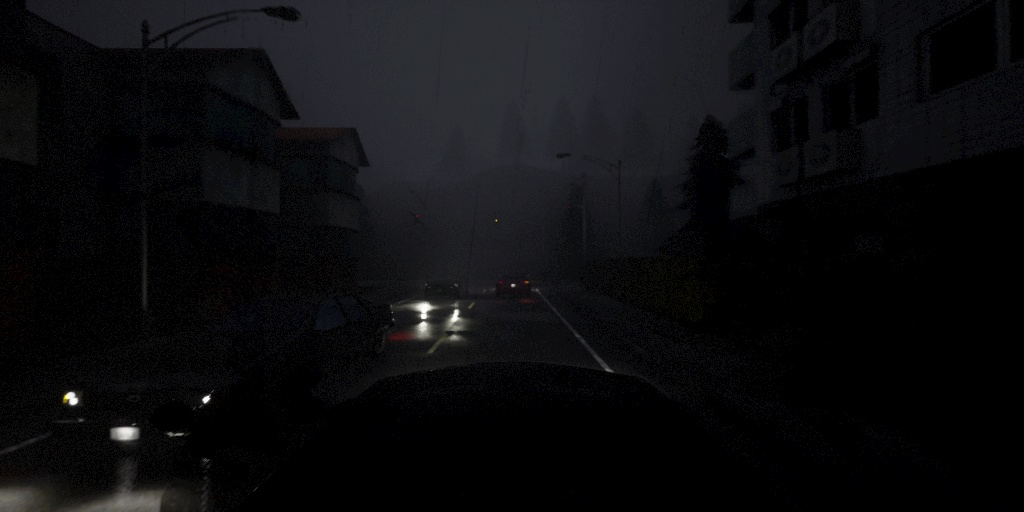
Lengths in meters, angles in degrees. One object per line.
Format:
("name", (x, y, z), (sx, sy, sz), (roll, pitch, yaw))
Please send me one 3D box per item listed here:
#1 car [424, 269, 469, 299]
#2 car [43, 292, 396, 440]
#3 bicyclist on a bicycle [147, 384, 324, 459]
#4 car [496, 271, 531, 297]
("car", (-3.573, 1.475, 20.230), (1.882, 1.535, 5.008), (0, -1, 0))
("car", (-3.625, 1.350, 6.063), (2.033, 1.411, 5.357), (-1, -1, 1))
("bicyclist on a bicycle", (-2.271, 1.459, 3.158), (1.656, 0.582, 1.620), (8, -27, 0))
("car", (0.141, 1.573, 21.198), (1.994, 1.385, 4.181), (0, -1, 2))
